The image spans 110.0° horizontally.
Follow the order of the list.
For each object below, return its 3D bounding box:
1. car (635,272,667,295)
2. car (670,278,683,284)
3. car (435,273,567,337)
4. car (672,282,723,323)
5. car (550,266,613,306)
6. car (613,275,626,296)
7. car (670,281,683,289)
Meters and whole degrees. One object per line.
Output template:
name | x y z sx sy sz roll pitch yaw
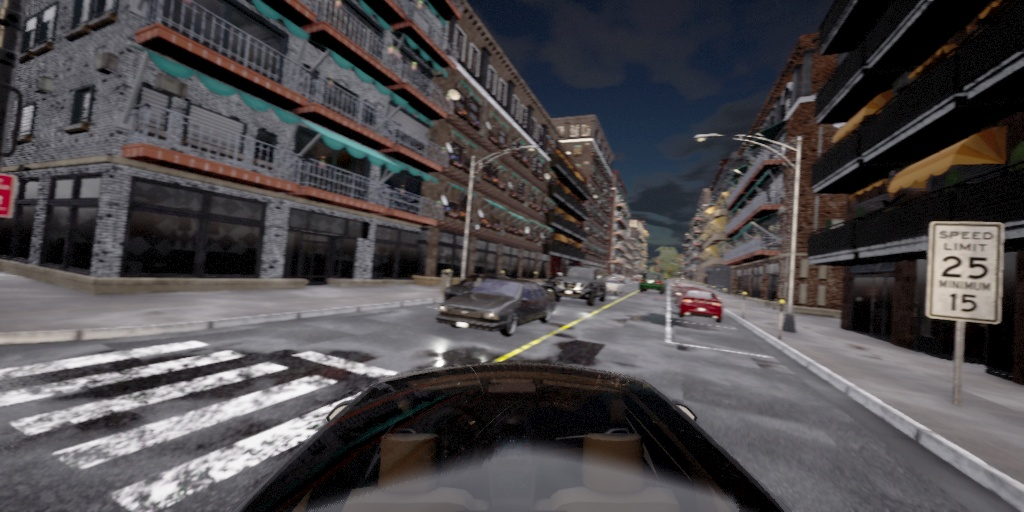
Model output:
car | 14.285 2.723 36.297 2.150 2.045 5.566 4 -1 27
car | 15.561 3.076 32.745 1.888 1.381 4.507 0 0 24
car | -0.117 1.415 11.154 2.033 1.411 5.357 4 -1 24
car | 8.846 2.233 17.169 1.888 1.381 4.507 0 0 24
car | 4.012 1.600 20.555 2.150 2.045 5.566 4 -1 24
car | 8.156 2.500 30.097 1.895 1.301 4.718 4 -1 24
car | 11.043 2.548 22.380 1.802 1.307 4.207 0 0 24
